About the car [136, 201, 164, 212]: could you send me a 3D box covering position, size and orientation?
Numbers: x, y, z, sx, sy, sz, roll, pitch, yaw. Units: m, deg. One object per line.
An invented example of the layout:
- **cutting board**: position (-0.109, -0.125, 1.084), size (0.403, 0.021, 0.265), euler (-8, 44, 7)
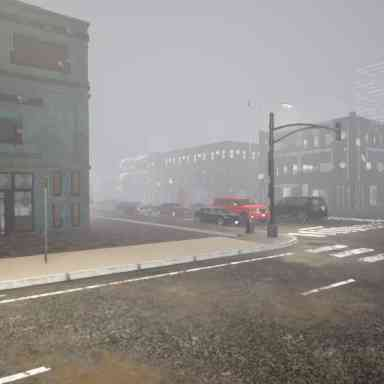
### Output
- **car**: position (-5.918, 2.037, 46.635), size (1.895, 1.301, 4.718), euler (-1, 0, -35)

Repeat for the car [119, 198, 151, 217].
- **car**: position (-6.048, 1.846, 36.806), size (1.967, 1.590, 4.097), euler (-1, 0, -35)

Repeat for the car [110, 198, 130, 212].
- **car**: position (-8.927, 1.968, 45.376), size (2.128, 1.511, 4.902), euler (-1, 0, -35)

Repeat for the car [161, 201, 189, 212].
- **car**: position (-2.421, 1.965, 46.174), size (1.802, 1.307, 4.206), euler (-2, 0, -35)

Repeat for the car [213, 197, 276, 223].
- **car**: position (3.813, 1.449, 27.414), size (2.150, 2.045, 5.566), euler (-1, 0, -35)

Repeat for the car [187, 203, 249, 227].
- **car**: position (1.894, 1.814, 25.425), size (1.947, 1.339, 4.313), euler (-1, 0, -35)

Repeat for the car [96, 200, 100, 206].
- **car**: position (-18.455, 2.227, 68.733), size (1.887, 1.381, 4.507), euler (-1, 0, -35)

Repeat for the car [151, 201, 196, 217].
- **car**: position (-2.041, 1.820, 35.658), size (1.882, 1.535, 5.008), euler (-1, 0, -35)

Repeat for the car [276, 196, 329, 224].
- **car**: position (8.185, 1.384, 26.904), size (2.150, 2.045, 5.566), euler (-1, 0, -36)

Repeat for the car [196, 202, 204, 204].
- **car**: position (0.784, 1.903, 41.663), size (1.802, 1.307, 4.206), euler (-2, 0, -35)

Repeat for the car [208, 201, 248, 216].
- **car**: position (3.990, 1.809, 37.151), size (2.008, 1.369, 4.403), euler (-2, 0, -35)

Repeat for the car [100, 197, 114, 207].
- **car**: position (-15.254, 1.939, 64.221), size (2.192, 1.841, 5.009), euler (-1, 0, -35)
